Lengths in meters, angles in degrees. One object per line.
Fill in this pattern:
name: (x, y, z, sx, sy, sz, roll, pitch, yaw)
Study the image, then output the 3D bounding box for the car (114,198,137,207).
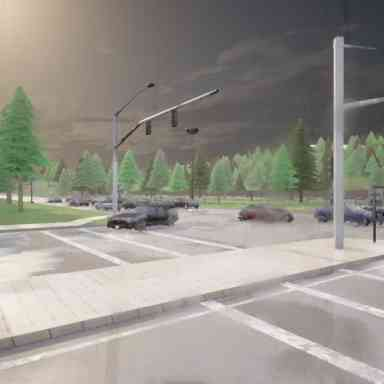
car: (-10.641, 1.601, 53.203, 1.895, 1.301, 4.718, 0, 0, -35)

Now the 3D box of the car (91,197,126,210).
car: (-10.164, 1.601, 40.323, 1.895, 1.301, 4.718, 0, 0, -35)

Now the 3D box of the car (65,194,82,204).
car: (-23.299, 1.326, 65.318, 2.097, 1.767, 4.553, 0, 0, -35)

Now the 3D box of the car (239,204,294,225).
car: (5.352, 1.564, 24.298, 1.994, 1.385, 4.181, 0, 0, -35)

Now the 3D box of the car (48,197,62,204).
car: (-26.021, 1.550, 63.099, 1.994, 1.385, 4.181, 0, 0, -35)

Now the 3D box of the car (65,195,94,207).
car: (-17.060, 1.547, 50.163, 2.033, 1.411, 5.357, 0, 0, -35)

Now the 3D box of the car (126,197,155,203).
car: (-7.120, 1.547, 42.077, 2.033, 1.411, 5.357, 0, 0, -35)

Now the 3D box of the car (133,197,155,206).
car: (-8.055, 1.564, 55.620, 1.994, 1.385, 4.181, 0, 0, -35)

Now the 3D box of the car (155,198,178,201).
car: (-4.131, 1.564, 43.914, 1.994, 1.385, 4.181, 0, 0, -35)

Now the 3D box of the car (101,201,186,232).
car: (-2.795, 1.547, 20.693, 2.033, 1.411, 5.357, 0, 0, 30)

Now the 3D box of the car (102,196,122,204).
car: (-16.277, 1.543, 67.497, 2.033, 1.411, 5.357, 0, 0, -35)

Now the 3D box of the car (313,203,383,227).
car: (10.644, 1.525, 22.848, 1.812, 1.442, 4.674, 0, 0, -35)

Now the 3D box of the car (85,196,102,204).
car: (-19.586, 1.548, 66.114, 1.994, 1.385, 4.181, 0, 0, -35)

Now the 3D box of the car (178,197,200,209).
car: (-0.919, 1.505, 45.428, 1.837, 1.490, 4.892, 0, 0, -35)
